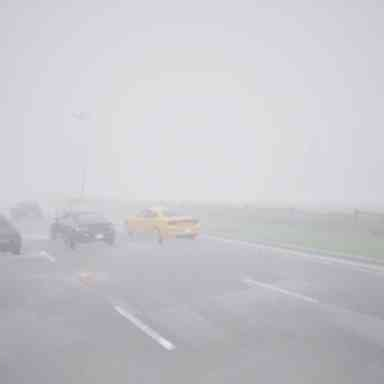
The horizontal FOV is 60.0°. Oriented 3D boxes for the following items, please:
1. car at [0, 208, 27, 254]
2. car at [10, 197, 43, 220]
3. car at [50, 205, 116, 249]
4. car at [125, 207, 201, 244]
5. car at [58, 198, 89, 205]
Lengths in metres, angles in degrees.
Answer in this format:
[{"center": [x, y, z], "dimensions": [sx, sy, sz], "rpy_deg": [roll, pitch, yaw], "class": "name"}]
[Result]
[{"center": [-7.766, 1.544, 12.627], "dimensions": [1.994, 1.385, 4.181], "rpy_deg": [0, 0, -34], "class": "car"}, {"center": [-13.294, 1.467, 26.728], "dimensions": [1.837, 1.490, 4.892], "rpy_deg": [0, 1, -34], "class": "car"}, {"center": [-4.808, 1.507, 14.499], "dimensions": [1.812, 1.442, 4.674], "rpy_deg": [0, 0, -35], "class": "car"}, {"center": [-1.581, 1.462, 15.982], "dimensions": [1.882, 1.535, 5.008], "rpy_deg": [0, 0, -34], "class": "car"}, {"center": [-10.196, 1.313, 28.401], "dimensions": [2.097, 1.767, 4.553], "rpy_deg": [0, 0, -34], "class": "car"}]
